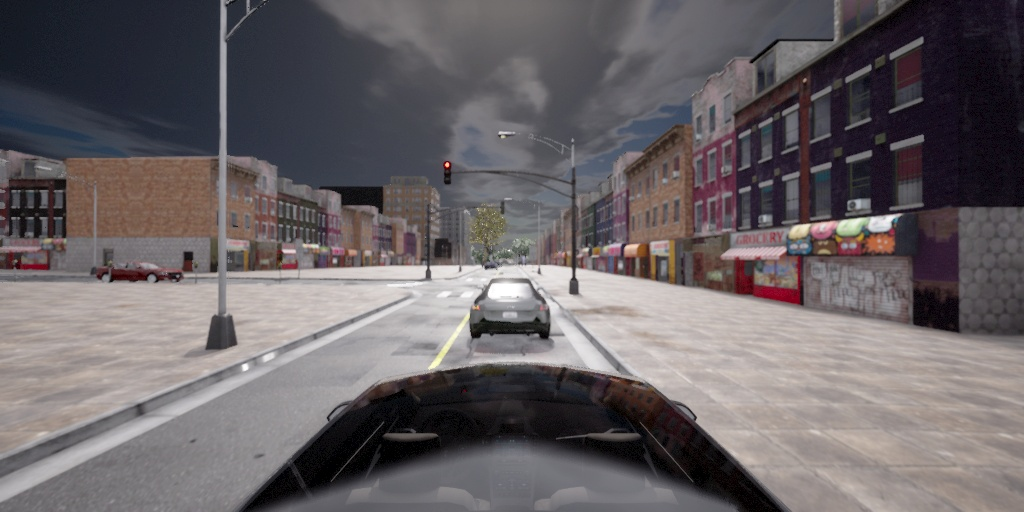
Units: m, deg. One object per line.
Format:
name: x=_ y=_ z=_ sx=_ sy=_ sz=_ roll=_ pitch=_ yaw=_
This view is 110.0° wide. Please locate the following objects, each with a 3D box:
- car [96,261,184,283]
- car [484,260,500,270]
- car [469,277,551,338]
car: x=-23.374 y=1.013 z=22.635 sx=4.507 sy=1.381 sz=1.888 roll=0 pitch=0 yaw=0
car: x=-3.168 y=1.434 z=54.159 sx=1.895 sy=1.301 sz=4.718 roll=0 pitch=0 yaw=0
car: x=-0.045 y=1.285 z=10.035 sx=1.994 sy=1.385 sz=4.181 roll=0 pitch=0 yaw=0
